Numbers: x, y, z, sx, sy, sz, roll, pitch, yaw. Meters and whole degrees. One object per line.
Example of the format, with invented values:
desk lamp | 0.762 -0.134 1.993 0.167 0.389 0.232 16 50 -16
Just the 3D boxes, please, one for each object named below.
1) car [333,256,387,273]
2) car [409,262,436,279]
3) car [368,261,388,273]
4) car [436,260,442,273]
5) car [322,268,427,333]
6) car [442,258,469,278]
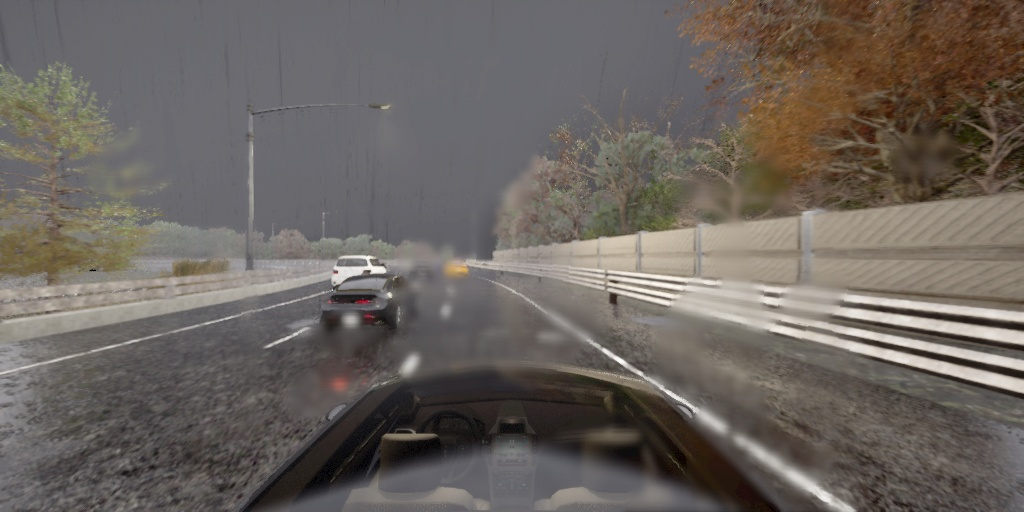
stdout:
car | -9.056 1.020 21.664 2.150 2.045 5.566 0 0 -10
car | -8.543 1.307 33.693 1.837 1.490 4.892 0 0 -17
car | -18.037 1.375 48.147 1.812 1.442 4.674 0 0 -28
car | -7.874 1.310 43.678 1.837 1.490 4.892 0 0 -16
car | -4.009 1.276 10.912 1.837 1.490 4.892 0 0 -5
car | -5.514 1.268 35.495 1.882 1.535 5.008 0 0 -16
